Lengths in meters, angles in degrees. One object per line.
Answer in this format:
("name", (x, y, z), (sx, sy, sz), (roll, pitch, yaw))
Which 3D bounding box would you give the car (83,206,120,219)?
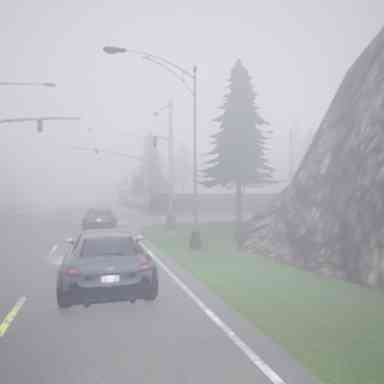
("car", (-5.757, 1.610, 21.289), (1.994, 1.385, 4.181), (0, 0, -10))

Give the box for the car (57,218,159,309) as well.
("car", (-2.074, 1.581, 8.080), (1.994, 1.385, 4.181), (0, 0, -16))
